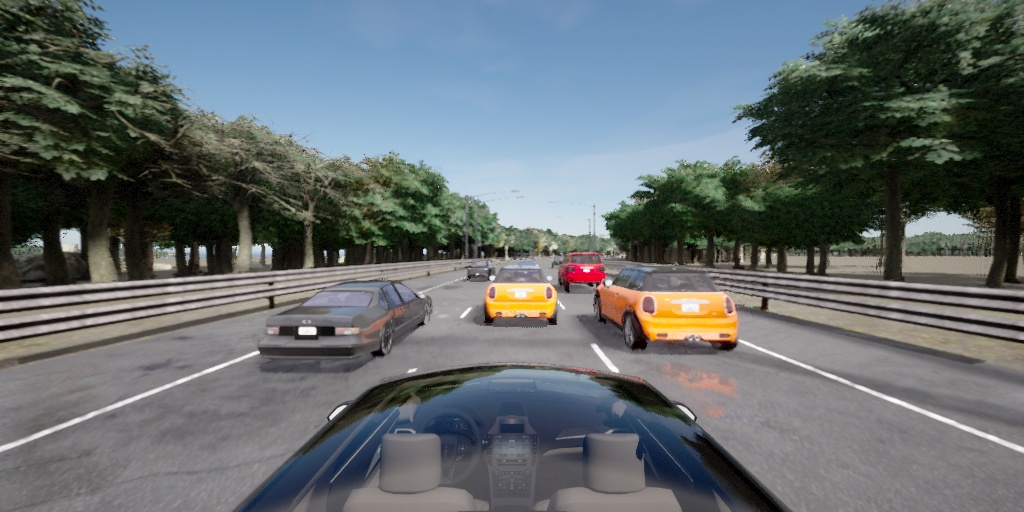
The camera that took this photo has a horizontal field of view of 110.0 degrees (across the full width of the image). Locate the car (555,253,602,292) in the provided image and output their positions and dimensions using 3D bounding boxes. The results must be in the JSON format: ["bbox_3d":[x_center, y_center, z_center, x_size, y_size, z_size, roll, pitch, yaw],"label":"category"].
[{"bbox_3d":[3.960,0.838,20.957,2.150,2.045,5.566,0,0,3],"label":"car"}]

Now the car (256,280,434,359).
[{"bbox_3d":[-3.314,1.273,8.404,2.033,1.411,5.357,0,0,1],"label":"car"}]

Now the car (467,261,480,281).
[{"bbox_3d":[-2.391,1.148,28.979,2.128,1.511,4.902,0,0,4],"label":"car"}]

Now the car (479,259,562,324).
[{"bbox_3d":[0.293,1.069,11.935,2.097,1.767,4.553,0,0,1],"label":"car"}]

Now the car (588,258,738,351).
[{"bbox_3d":[3.524,1.029,9.130,2.097,1.767,4.553,0,0,1],"label":"car"}]
